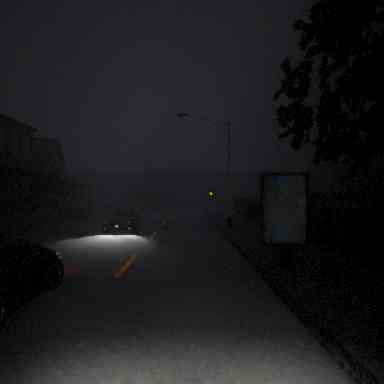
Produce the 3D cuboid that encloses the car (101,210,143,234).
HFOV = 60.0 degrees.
[{"bbox_3d":[-4.347,1.817,21.166,1.994,1.385,4.181,0,-1,0],"label":"car"}]

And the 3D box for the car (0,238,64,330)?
[{"bbox_3d":[-4.172,1.648,6.639,1.994,1.385,4.181,0,-1,-1],"label":"car"}]
